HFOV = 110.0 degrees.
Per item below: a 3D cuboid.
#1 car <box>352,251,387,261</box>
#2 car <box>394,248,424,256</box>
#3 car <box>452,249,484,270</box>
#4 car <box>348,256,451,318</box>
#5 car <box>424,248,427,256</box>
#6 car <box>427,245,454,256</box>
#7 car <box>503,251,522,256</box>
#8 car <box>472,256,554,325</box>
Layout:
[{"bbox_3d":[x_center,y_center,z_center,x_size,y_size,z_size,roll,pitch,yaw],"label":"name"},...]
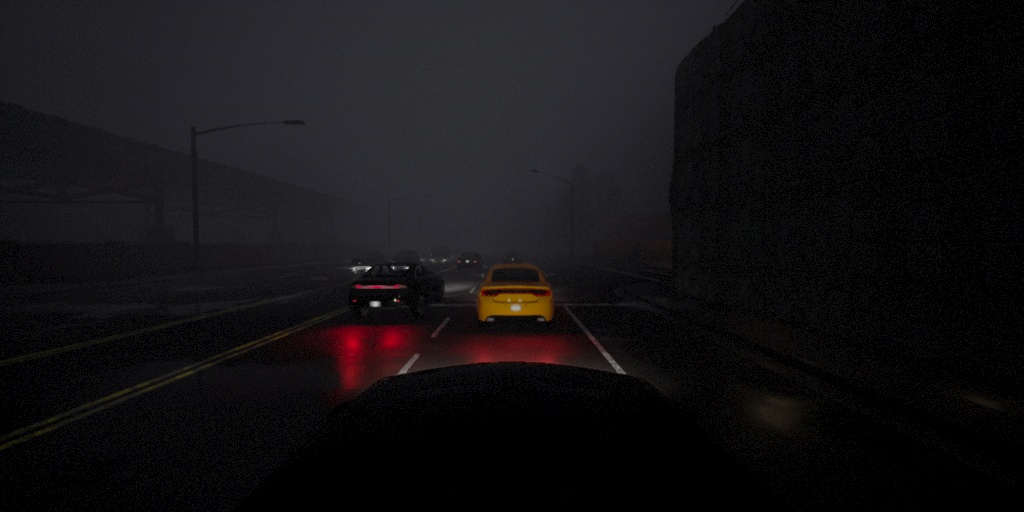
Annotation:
[{"bbox_3d":[-14.132,0.201,35.929,2.033,1.411,5.357,0,2,0],"label":"car"},{"bbox_3d":[-10.629,0.149,36.197,1.837,1.490,4.892,0,2,0],"label":"car"},{"bbox_3d":[-3.428,0.390,29.993,2.033,1.411,5.357,0,2,0],"label":"car"},{"bbox_3d":[-3.423,0.927,11.431,2.128,1.511,4.902,0,2,0],"label":"car"},{"bbox_3d":[-14.100,-0.485,55.556,2.128,1.511,4.902,0,2,0],"label":"car"},{"bbox_3d":[-10.616,-0.702,53.916,2.150,2.045,5.566,0,2,0],"label":"car"},{"bbox_3d":[0.067,0.210,36.078,1.994,1.385,4.181,0,2,0],"label":"car"},{"bbox_3d":[0.083,0.944,10.546,1.882,1.535,5.008,0,2,0],"label":"car"}]
